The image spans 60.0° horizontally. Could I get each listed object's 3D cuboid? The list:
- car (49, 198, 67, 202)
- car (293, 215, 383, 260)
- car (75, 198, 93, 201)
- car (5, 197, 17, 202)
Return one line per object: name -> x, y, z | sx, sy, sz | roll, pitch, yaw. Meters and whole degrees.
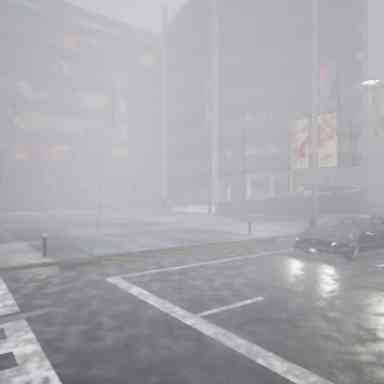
car -> -17.619, 1.468, 43.650 | 2.002, 1.452, 4.674 | 0, 0, -36
car -> 6.250, 1.598, 12.883 | 5.357, 1.411, 2.033 | 0, 0, -36
car -> -18.573, 1.660, 57.573 | 1.895, 1.301, 4.718 | 0, 0, -36
car -> -28.164, 1.582, 51.035 | 2.161, 1.482, 4.786 | 0, 0, -36
